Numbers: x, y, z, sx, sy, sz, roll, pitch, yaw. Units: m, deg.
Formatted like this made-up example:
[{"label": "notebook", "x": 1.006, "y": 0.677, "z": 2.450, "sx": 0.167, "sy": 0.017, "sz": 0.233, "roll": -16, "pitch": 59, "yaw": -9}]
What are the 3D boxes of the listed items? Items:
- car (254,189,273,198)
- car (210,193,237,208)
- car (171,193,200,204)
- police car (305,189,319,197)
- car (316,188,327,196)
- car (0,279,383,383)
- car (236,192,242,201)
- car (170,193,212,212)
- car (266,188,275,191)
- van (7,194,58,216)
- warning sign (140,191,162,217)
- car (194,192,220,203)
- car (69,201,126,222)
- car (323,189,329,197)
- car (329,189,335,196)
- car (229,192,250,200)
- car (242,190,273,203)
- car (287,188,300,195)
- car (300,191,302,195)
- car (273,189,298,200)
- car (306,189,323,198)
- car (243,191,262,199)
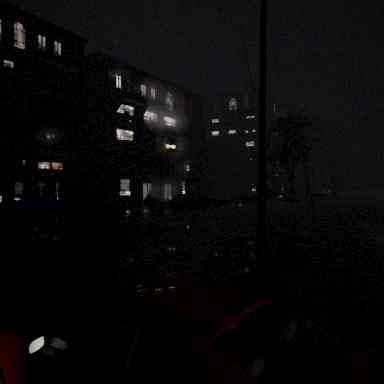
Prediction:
[{"label": "car", "x": 15.066, "y": 0.227, "z": 69.670, "sx": 2.192, "sy": 1.841, "sz": 5.009, "roll": 2, "pitch": 2, "yaw": 35}, {"label": "car", "x": 2.863, "y": 1.051, "z": 37.459, "sx": 2.008, "sy": 1.369, "sz": 4.403, "roll": 2, "pitch": 2, "yaw": 35}, {"label": "car", "x": -0.836, "y": 0.910, "z": 46.816, "sx": 1.947, "sy": 1.339, "sz": 4.313, "roll": 2, "pitch": 2, "yaw": 35}, {"label": "police car", "x": 27.663, "y": 0.191, "z": 76.647, "sx": 1.930, "sy": 1.638, "sz": 5.238, "roll": 0, "pitch": 1, "yaw": 32}, {"label": "car", "x": 33.119, "y": -0.033, "z": 84.768, "sx": 2.097, "sy": 1.767, "sz": 4.553, "roll": 0, "pitch": 1, "yaw": 28}, {"label": "car", "x": -0.316, "y": 1.544, "z": 3.095, "sx": 4.507, "sy": 1.381, "sz": 1.887, "roll": 0, "pitch": 0, "yaw": 36}, {"label": "car", "x": 7.563, "y": 0.816, "z": 48.861, "sx": 1.812, "sy": 1.442, "sz": 4.674, "roll": 1, "pitch": 1, "yaw": 35}, {"label": "car", "x": -0.317, "y": 1.132, "z": 32.887, "sx": 1.887, "sy": 1.381, "sz": 4.507, "roll": 2, "pitch": 2, "yaw": 35}, {"label": "car", "x": 13.187, "y": 0.357, "z": 57.029, "sx": 2.150, "sy": 2.045, "sz": 5.566, "roll": 1, "pitch": 1, "yaw": 35}, {"label": "van", "x": -13.553, "y": 1.035, "z": 28.523, "sx": 1.690, "sy": 1.788, "sz": 3.998, "roll": 2, "pitch": 2, "yaw": 35}, {"label": "warning sign", "x": -3.057, "y": 0.851, "z": 24.823, "sx": 1.300, "sy": 1.860, "sz": 1.060, "roll": -1, "pitch": 0, "yaw": 35}, {"label": "car", "x": 2.343, "y": 0.808, "z": 51.388, "sx": 2.008, "sy": 1.369, "sz": 4.403, "roll": 2, "pitch": 2, "yaw": 35}, {"label": "car", "x": -6.676, "y": 1.329, "z": 23.745, "sx": 1.947, "sy": 1.339, "sz": 4.313, "roll": 2, "pitch": 2, "yaw": 35}, {"label": "car", "x": 28.301, "y": 0.361, "z": 74.034, "sx": 2.008, "sy": 1.369, "sz": 4.403, "roll": 2, "pitch": 2, "yaw": 35}, {"label": "car", "x": 34.662, "y": 0.080, "z": 83.176, "sx": 1.967, "sy": 1.590, "sz": 4.097, "roll": 2, "pitch": 2, "yaw": 35}, {"label": "car", "x": 8.703, "y": 0.650, "z": 60.533, "sx": 1.947, "sy": 1.339, "sz": 4.313, "roll": 2, "pitch": 2, "yaw": 35}, {"label": "car", "x": 9.223, "y": 0.877, "z": 46.603, "sx": 2.008, "sy": 1.369, "sz": 4.403, "roll": 2, "pitch": 2, "yaw": 35}, {"label": "car", "x": 24.604, "y": -0.029, "z": 83.385, "sx": 2.192, "sy": 1.841, "sz": 5.009, "roll": 2, "pitch": 2, "yaw": 35}, {"label": "car", "x": 27.781, "y": 0.115, "z": 87.963, "sx": 1.887, "sy": 1.381, "sz": 4.507, "roll": 2, "pitch": 2, "yaw": 35}, {"label": "car", "x": 15.680, "y": 0.676, "z": 55.886, "sx": 1.752, "sy": 1.417, "sz": 4.829, "roll": 2, "pitch": 2, "yaw": 35}, {"label": "car", "x": 25.122, "y": 0.446, "z": 69.464, "sx": 2.008, "sy": 1.369, "sz": 4.403, "roll": 2, "pitch": 2, "yaw": 35}, {"label": "car", "x": 11.786, "y": 0.526, "z": 64.963, "sx": 1.752, "sy": 1.417, "sz": 4.829, "roll": 2, "pitch": 2, "yaw": 35}]
